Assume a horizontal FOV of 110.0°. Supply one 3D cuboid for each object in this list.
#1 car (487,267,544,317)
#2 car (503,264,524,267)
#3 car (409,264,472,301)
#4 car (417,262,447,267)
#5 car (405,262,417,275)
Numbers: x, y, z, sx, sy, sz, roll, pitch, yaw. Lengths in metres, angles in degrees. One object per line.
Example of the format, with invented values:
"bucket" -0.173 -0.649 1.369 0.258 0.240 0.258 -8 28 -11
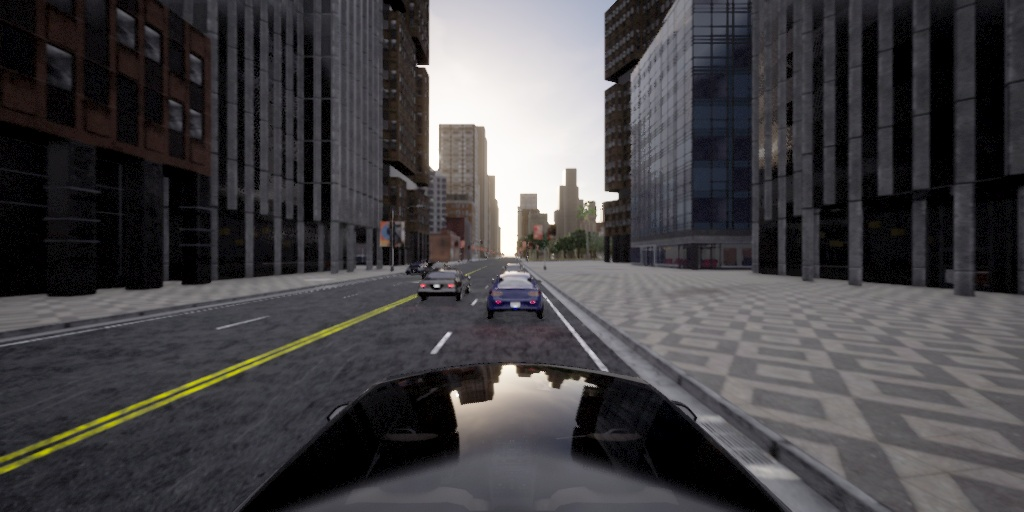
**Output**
"car" 0.103 1.286 13.028 1.812 1.442 4.674 0 0 0
"car" 0.106 1.317 29.783 1.994 1.385 4.181 0 0 0
"car" -3.148 1.309 17.509 2.033 1.411 5.357 0 0 0
"car" -6.578 1.255 31.399 1.837 1.490 4.892 0 0 0
"car" -9.792 1.305 37.941 1.994 1.385 4.181 0 0 1
